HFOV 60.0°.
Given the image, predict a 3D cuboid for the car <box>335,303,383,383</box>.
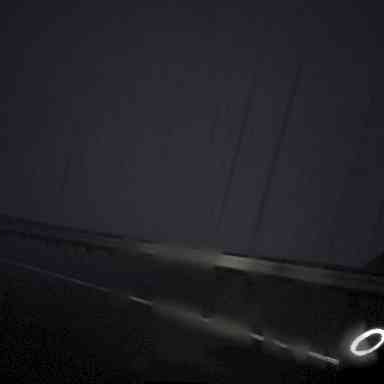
[{"bbox_3d":[3.601,1.442,2.523,4.553,1.767,2.097,0,-1,41],"label":"car"}]
